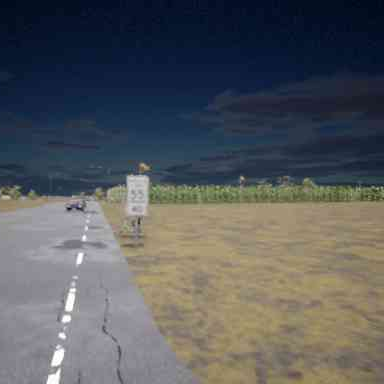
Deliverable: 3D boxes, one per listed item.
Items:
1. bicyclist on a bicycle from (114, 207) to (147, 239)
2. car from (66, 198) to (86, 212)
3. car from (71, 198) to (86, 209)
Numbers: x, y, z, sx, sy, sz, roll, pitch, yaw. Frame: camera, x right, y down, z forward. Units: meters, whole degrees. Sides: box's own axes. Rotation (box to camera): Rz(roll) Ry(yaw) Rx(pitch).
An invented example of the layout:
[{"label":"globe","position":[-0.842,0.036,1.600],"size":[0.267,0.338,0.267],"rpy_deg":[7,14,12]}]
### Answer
[{"label":"bicyclist on a bicycle","position":[-3.072,1.536,16.704],"size":[1.656,1.620,0.582],"rpy_deg":[0,0,-16]},{"label":"car","position":[-14.054,1.676,40.089],"size":[1.895,1.301,4.718],"rpy_deg":[1,-1,-17]},{"label":"car","position":[-16.933,1.646,49.843],"size":[1.837,1.490,4.892],"rpy_deg":[1,-1,-16]}]
